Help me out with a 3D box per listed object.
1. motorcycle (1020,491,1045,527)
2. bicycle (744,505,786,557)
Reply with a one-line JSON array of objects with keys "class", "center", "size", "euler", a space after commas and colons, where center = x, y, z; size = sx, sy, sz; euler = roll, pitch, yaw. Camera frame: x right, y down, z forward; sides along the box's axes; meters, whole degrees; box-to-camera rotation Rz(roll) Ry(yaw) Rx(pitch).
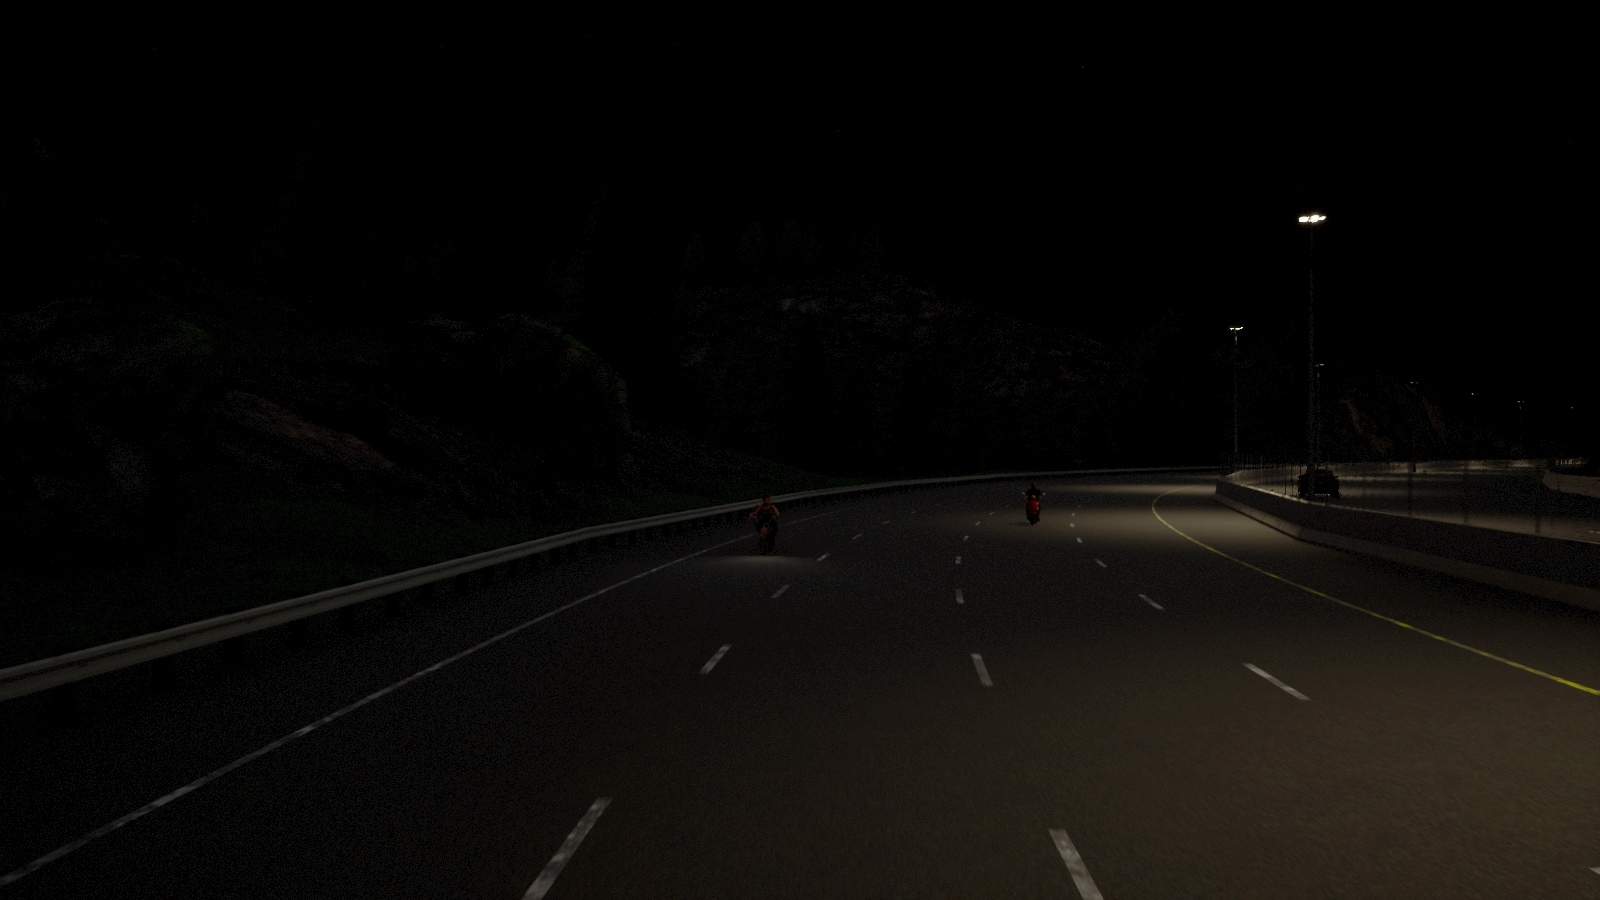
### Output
[{"class": "motorcycle", "center": [8.708, 2.193, 42.694], "size": [0.856, 1.236, 1.805], "euler": [1, 0, 13]}, {"class": "bicycle", "center": [-0.918, 2.147, 30.546], "size": [0.859, 1.295, 1.487], "euler": [0, 0, 9]}]
